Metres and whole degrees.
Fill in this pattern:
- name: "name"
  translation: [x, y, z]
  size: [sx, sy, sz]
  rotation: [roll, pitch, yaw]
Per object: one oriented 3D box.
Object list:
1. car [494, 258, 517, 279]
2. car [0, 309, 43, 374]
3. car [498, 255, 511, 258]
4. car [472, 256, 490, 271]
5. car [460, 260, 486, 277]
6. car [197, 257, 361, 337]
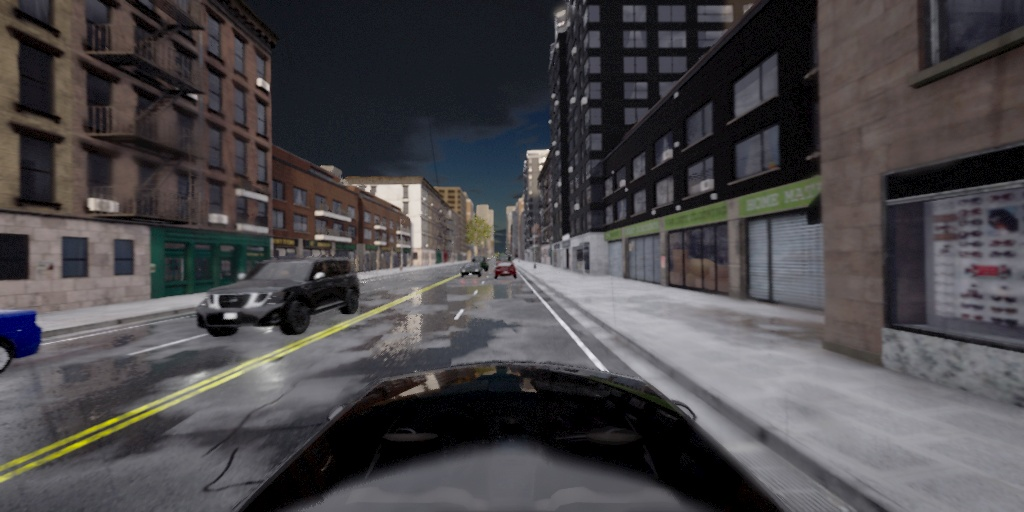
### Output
- name: "car"
  translation: [-0.581, 1.200, 32.465]
  size: [1.882, 1.535, 5.008]
  rotation: [-1, 0, -1]
- name: "car"
  translation: [-9.864, 1.376, 4.656]
  size: [1.882, 1.535, 5.008]
  rotation: [-1, 0, -1]
- name: "car"
  translation: [-0.953, 0.926, 47.808]
  size: [2.150, 2.045, 5.566]
  rotation: [-1, 0, -1]
- name: "car"
  translation: [-4.198, 0.977, 47.565]
  size: [2.150, 2.045, 5.566]
  rotation: [-1, 0, -1]
- name: "car"
  translation: [-3.897, 1.369, 35.255]
  size: [1.895, 1.301, 4.718]
  rotation: [-1, 0, -1]
- name: "car"
  translation: [-6.681, 1.059, 11.191]
  size: [2.150, 2.045, 5.566]
  rotation: [-1, 0, -1]
